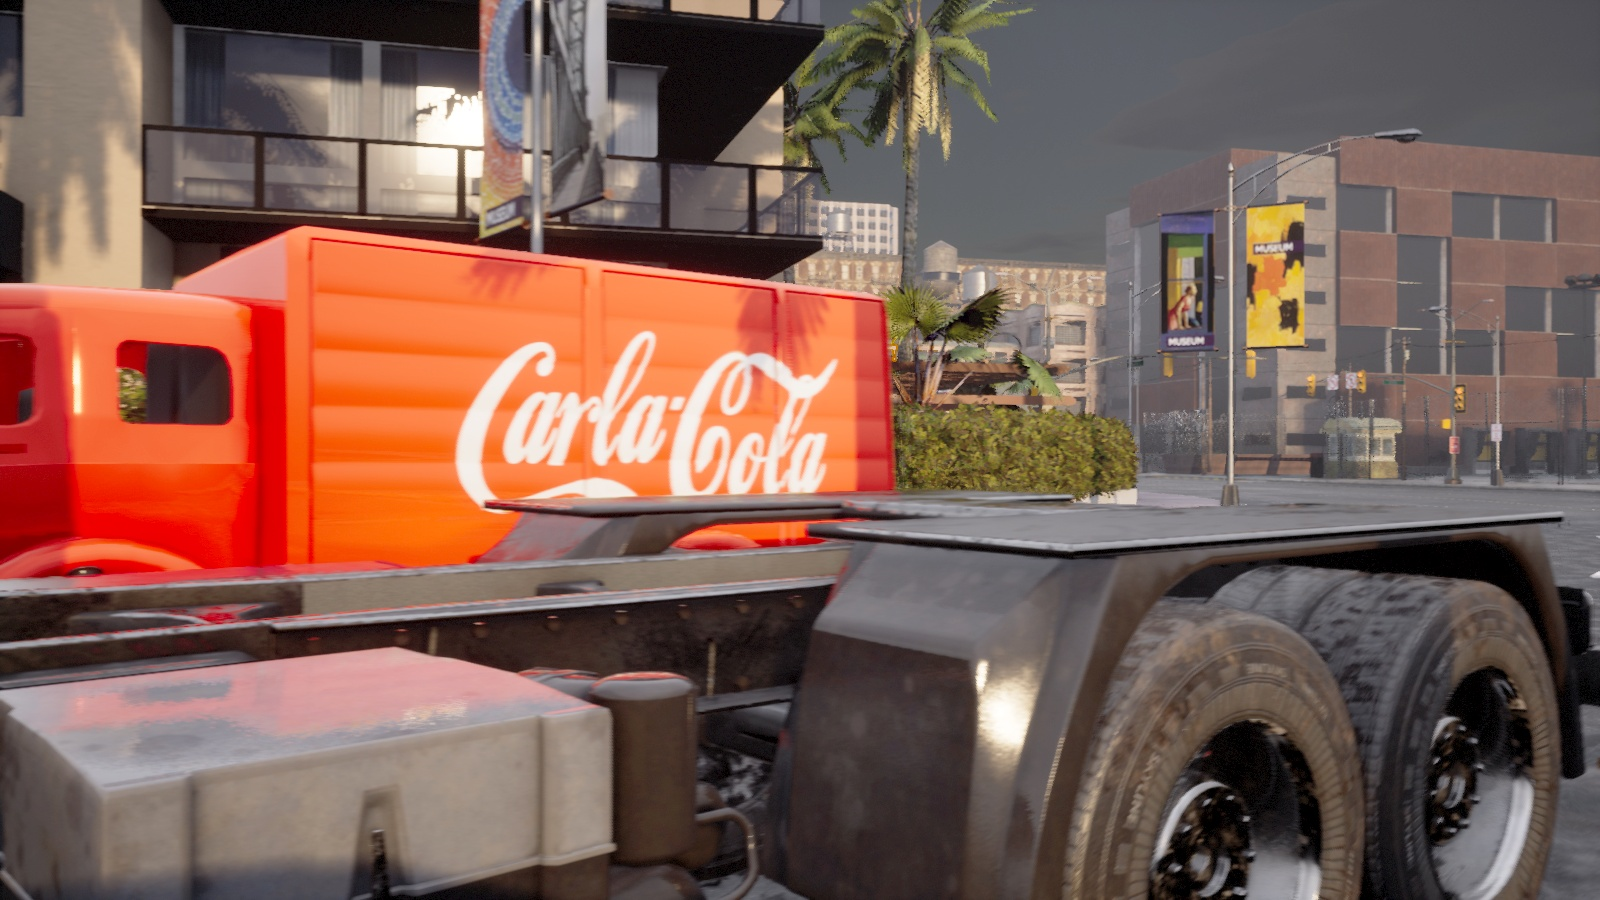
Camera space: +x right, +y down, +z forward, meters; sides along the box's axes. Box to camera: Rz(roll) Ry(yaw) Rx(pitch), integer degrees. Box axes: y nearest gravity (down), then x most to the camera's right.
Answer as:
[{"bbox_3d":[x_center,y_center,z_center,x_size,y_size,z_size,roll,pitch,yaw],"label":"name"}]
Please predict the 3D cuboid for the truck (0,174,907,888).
[{"bbox_3d":[-2.266,0.283,6.400,5.204,2.467,2.627,0,0,-38],"label":"truck"}]

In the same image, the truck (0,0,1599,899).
[{"bbox_3d":[-1.168,-0.226,2.829,7.936,3.462,2.891,0,0,-38],"label":"truck"}]
